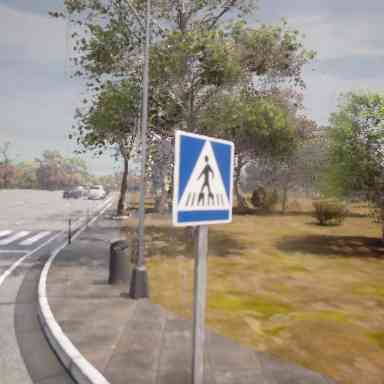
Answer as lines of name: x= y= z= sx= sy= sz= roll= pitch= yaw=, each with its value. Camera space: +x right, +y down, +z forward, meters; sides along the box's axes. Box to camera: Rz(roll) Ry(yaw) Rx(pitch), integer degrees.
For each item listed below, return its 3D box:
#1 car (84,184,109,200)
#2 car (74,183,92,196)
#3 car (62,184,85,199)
car: x=-13.885 y=0.053 z=48.616 sx=2.150 sy=2.045 sz=5.566 roll=2 pitch=2 yaw=-9
car: x=-19.095 y=-0.465 z=58.566 sx=2.150 sy=2.045 sz=5.566 roll=2 pitch=2 yaw=-9
car: x=-17.436 y=0.044 z=48.677 sx=2.097 sy=1.767 sz=4.553 roll=2 pitch=2 yaw=-9
